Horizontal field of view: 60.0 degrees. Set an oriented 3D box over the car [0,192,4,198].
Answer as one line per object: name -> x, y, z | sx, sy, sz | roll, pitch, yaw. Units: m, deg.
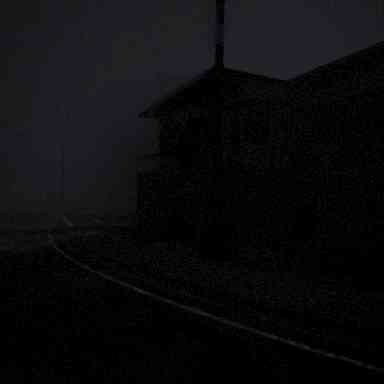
car -> -46.378, 0.623, 79.881 | 1.994, 1.385, 4.181 | 1, 1, -25
